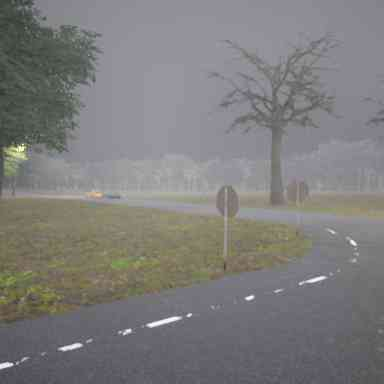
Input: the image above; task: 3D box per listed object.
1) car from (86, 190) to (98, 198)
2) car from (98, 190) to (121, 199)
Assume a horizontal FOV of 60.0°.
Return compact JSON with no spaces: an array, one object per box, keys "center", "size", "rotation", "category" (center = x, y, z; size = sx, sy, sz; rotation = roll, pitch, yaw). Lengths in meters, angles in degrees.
[{"center":[-17.716,0.354,60.420],"size":[1.882,1.535,5.008],"rotation":[1,-1,-36],"category":"car"},{"center":[-13.150,0.471,54.127],"size":[1.994,1.385,4.181],"rotation":[1,0,-35],"category":"car"}]
